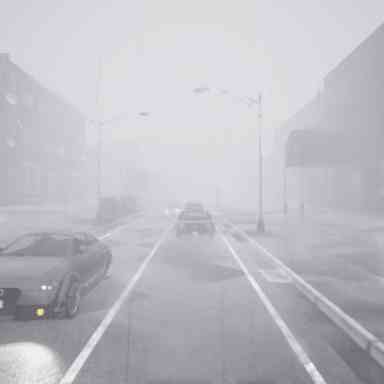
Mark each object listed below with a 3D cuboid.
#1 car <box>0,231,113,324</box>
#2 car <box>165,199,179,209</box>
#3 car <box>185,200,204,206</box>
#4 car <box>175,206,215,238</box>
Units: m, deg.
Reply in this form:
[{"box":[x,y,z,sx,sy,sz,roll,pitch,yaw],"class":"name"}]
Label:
[{"box":[-3.076,1.566,7.185,1.994,1.385,4.181,0,0,0],"class":"car"},{"box":[-2.899,1.743,49.766,1.895,1.301,4.718,0,1,0],"class":"car"},{"box":[0.225,1.574,35.937,1.882,1.535,5.008,0,0,0],"class":"car"},{"box":[0.160,1.620,17.639,1.895,1.301,4.718,0,0,0],"class":"car"}]
